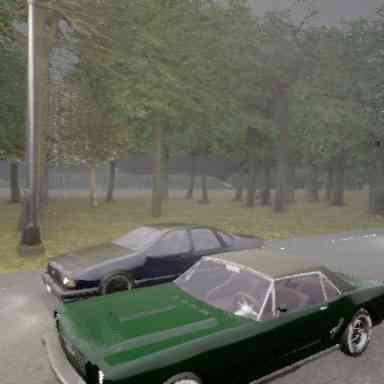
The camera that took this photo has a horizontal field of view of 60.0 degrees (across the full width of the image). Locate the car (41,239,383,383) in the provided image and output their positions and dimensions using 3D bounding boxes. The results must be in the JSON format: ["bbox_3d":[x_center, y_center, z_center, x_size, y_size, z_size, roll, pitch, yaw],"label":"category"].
[{"bbox_3d":[0.642,1.557,4.439,4.718,1.301,1.895,0,1,-35],"label":"car"}]

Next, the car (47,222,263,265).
[{"bbox_3d":[-0.539,1.459,7.872,5.357,1.411,2.033,0,1,-35],"label":"car"}]
